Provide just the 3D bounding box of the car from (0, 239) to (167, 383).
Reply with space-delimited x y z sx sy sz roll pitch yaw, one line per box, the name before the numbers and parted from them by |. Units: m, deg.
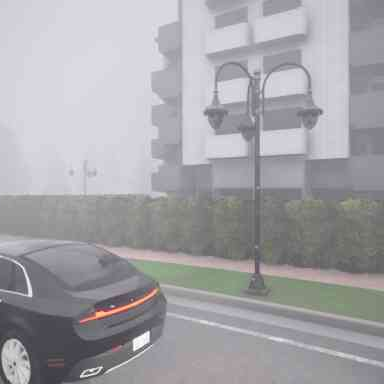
car | -2.681 1.504 5.149 4.892 1.490 1.837 0 0 31
